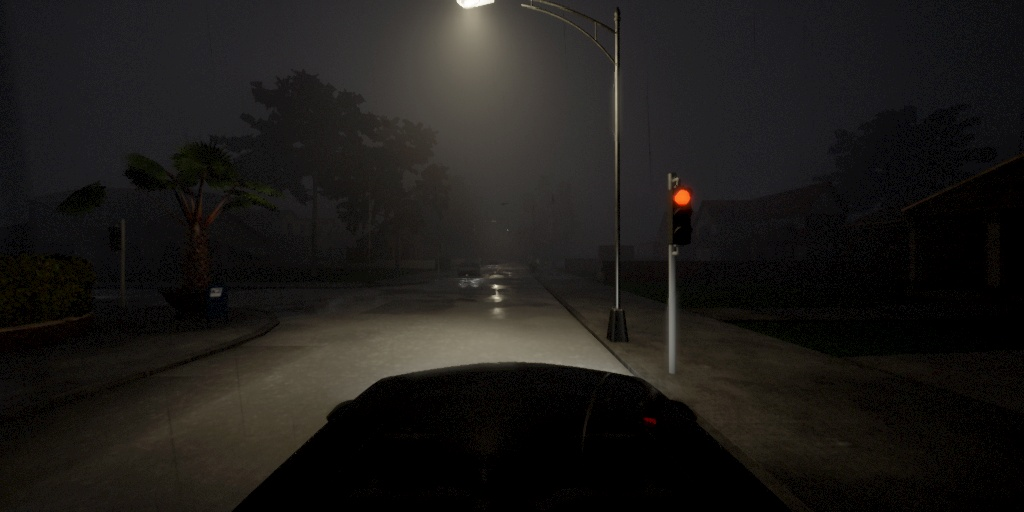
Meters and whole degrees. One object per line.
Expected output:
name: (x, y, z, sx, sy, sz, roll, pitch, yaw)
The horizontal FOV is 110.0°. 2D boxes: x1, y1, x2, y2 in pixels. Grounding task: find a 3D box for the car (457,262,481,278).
car: (-4.006, 1.313, 34.385, 2.033, 1.411, 5.357, 0, 0, 0)
